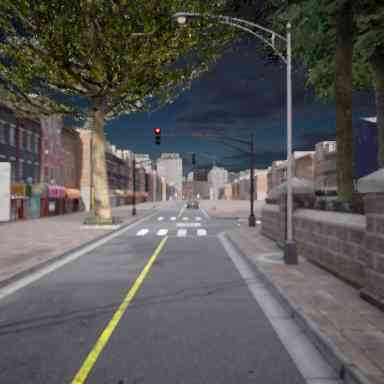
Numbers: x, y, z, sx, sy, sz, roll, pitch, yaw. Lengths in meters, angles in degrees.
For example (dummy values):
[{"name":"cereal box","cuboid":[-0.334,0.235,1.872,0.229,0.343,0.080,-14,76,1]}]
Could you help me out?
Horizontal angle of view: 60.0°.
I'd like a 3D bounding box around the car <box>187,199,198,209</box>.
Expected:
[{"name":"car","cuboid":[0.097,1.965,55.605,2.128,1.511,4.902,0,-1,0]}]
